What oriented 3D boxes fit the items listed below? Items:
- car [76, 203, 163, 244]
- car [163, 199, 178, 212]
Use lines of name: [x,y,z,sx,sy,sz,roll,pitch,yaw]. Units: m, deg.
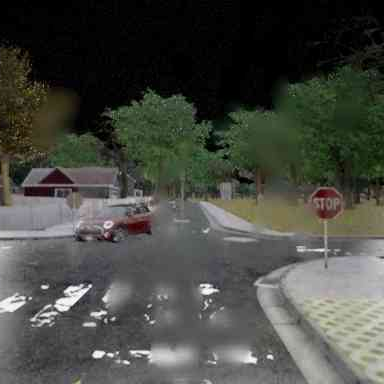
car: [-3.618,1.426,16.602,2.097,1.767,4.553,-1,0,24]
car: [-2.753,1.715,41.378,1.837,1.490,4.892,0,0,0]
